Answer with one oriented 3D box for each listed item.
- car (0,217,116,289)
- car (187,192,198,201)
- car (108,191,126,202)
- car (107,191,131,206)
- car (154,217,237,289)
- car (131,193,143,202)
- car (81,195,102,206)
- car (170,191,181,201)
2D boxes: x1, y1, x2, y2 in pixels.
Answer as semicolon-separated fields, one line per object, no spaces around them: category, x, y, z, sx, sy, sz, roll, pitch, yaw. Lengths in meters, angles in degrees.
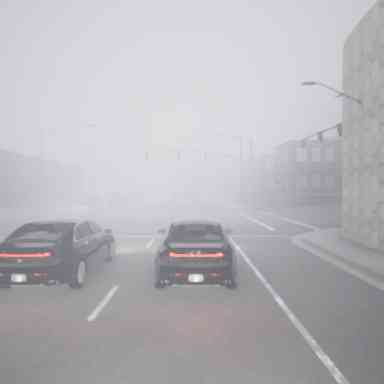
car;-3.409;1.439;8.992;1.837;1.490;4.892;0;0;0
car;0.094;0.853;68.690;2.097;1.767;4.553;0;0;0
car;-13.940;0.773;62.214;2.150;2.045;5.566;0;0;1
car;-10.516;1.014;46.954;2.097;1.767;4.553;0;0;0
car;0.091;1.439;8.982;1.837;1.490;4.892;0;0;0
car;-10.451;0.903;62.316;2.097;1.767;4.553;0;0;1
car;-14.018;1.155;46.482;2.128;1.511;4.902;0;1;0
car;-3.406;0.721;68.750;2.150;2.045;5.566;0;0;0
